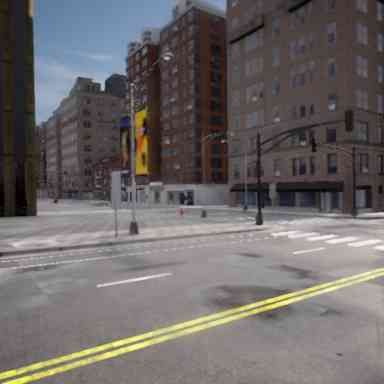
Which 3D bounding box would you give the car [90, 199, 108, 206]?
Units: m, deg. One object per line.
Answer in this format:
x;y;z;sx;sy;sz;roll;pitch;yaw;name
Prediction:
-16.611;1.819;59.401;1.895;1.301;4.718;-1;0;-35;car
